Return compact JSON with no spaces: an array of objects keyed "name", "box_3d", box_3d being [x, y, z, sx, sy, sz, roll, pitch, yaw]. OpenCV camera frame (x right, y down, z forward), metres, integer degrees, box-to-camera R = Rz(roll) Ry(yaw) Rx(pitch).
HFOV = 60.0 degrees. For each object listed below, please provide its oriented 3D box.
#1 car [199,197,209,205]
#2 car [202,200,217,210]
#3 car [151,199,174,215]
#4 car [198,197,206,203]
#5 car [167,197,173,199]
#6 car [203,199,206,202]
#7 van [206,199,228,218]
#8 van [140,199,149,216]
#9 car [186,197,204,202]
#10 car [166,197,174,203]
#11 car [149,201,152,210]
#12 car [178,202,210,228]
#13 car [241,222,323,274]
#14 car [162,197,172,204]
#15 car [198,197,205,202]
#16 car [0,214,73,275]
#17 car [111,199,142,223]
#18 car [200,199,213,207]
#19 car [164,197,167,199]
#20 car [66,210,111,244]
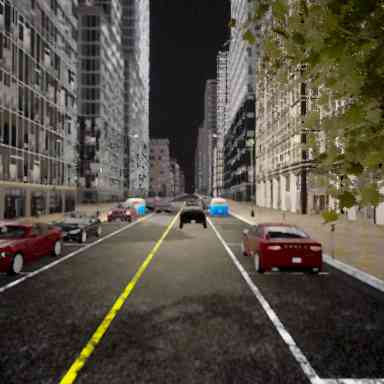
[{"name":"car","box_3d":[2.612,1.936,72.338,1.967,1.590,4.097,1,0,0]},{"name":"car","box_3d":[2.637,1.928,50.483,1.947,1.339,4.313,1,0,0]},{"name":"car","box_3d":[-3.146,1.832,38.920,2.033,1.411,5.357,0,0,0]},{"name":"car","box_3d":[2.591,2.138,89.068,2.008,1.369,4.403,1,0,0]},{"name":"car","box_3d":[-5.770,2.078,72.358,1.802,1.307,4.206,1,0,0]},{"name":"car","box_3d":[2.651,1.837,39.136,2.008,1.369,4.403,1,0,0]},{"name":"van","box_3d":[2.660,1.588,33.463,1.690,1.788,3.998,1,0,0]},{"name":"van","box_3d":[-5.721,1.589,33.480,1.690,1.788,3.998,1,0,0]},{"name":"car","box_3d":[0.049,1.656,41.690,2.097,1.767,4.553,0,0,0]},{"name":"car","box_3d":[-5.790,2.153,89.080,1.947,1.339,4.313,1,0,0]},{"name":"car","box_3d":[-5.737,1.890,44.828,1.947,1.339,4.313,1,0,0]},{"name":"car","box_3d":[0.071,1.686,23.901,1.837,1.490,4.892,0,0,0]},{"name":"car","box_3d":[2.685,1.630,10.763,1.887,1.381,4.507,1,0,0]},{"name":"car","box_3d":[-5.775,1.967,77.932,1.967,1.590,4.097,1,0,0]},{"name":"car","box_3d":[2.584,2.199,94.645,1.802,1.307,4.206,1,0,0]},{"name":"car","box_3d":[-5.695,1.630,10.776,1.887,1.381,4.507,1,0,0]},{"name":"car","box_3d":[-5.715,1.649,27.804,1.967,1.590,4.097,1,0,0]},{"name":"car","box_3d":[2.624,1.980,61.182,2.008,1.369,4.403,1,0,0]},{"name":"car","box_3d":[-5.750,1.943,56.179,1.887,1.381,4.507,1,0,0]},{"name":"car","box_3d":[-5.702,1.679,16.454,2.008,1.369,4.403,1,0,0]}]
